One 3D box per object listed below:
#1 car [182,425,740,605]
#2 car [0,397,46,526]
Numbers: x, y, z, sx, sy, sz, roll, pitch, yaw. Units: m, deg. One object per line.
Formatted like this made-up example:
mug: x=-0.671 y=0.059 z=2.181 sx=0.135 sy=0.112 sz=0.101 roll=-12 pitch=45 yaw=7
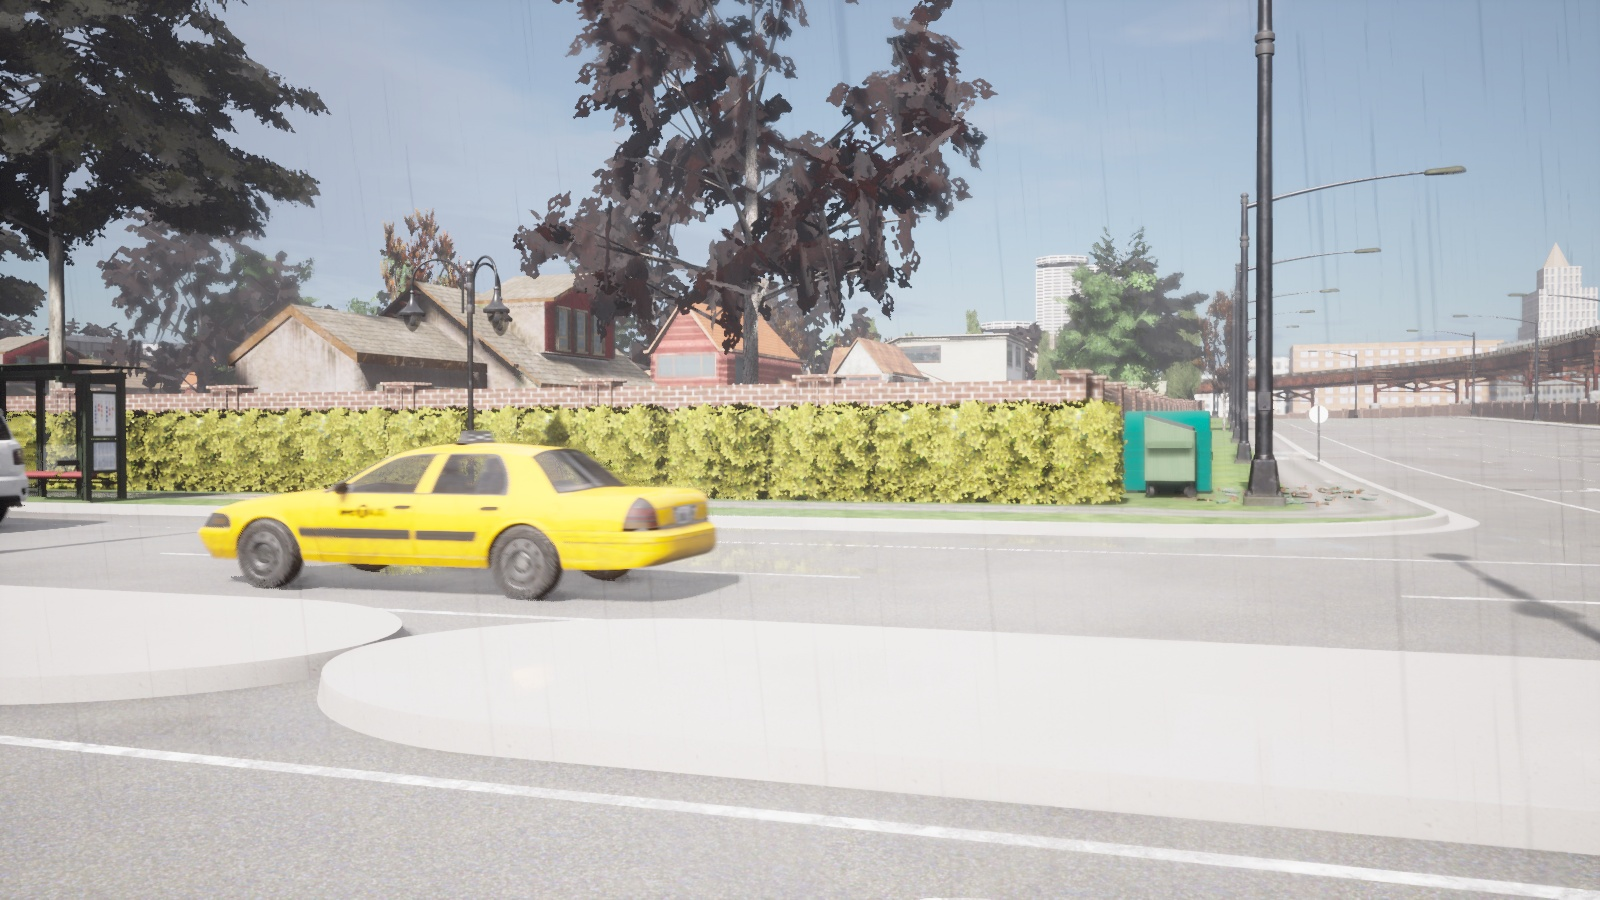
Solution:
car: x=-3.445 y=0.548 z=12.763 sx=5.366 sy=1.575 sz=1.801 roll=1 pitch=1 yaw=18
car: x=-15.321 y=0.161 z=20.435 sx=5.566 sy=2.045 sz=2.150 roll=1 pitch=1 yaw=19
